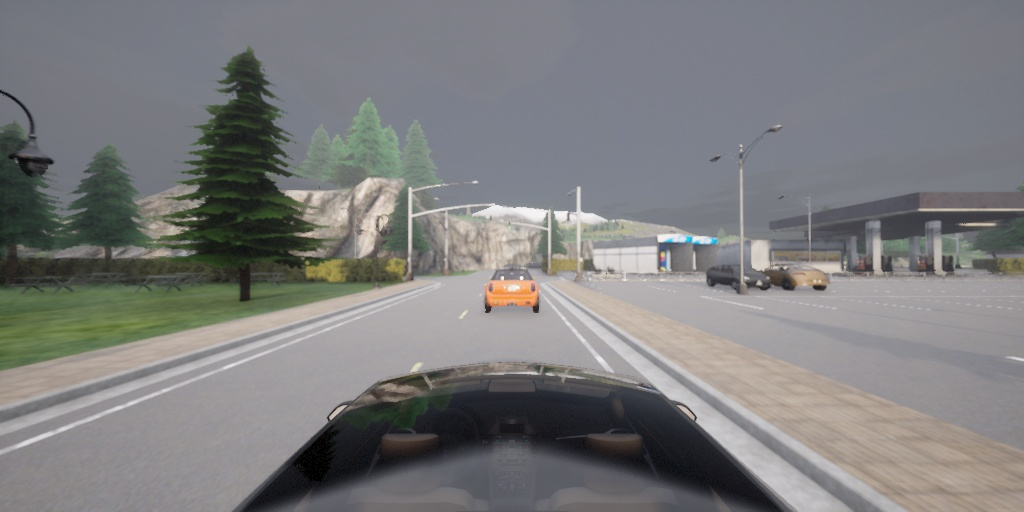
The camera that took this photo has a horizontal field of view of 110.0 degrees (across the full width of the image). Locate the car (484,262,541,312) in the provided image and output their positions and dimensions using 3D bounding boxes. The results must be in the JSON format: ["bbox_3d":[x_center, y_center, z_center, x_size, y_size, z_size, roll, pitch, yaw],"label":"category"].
[{"bbox_3d":[0.009,1.248,15.264,2.097,1.767,4.553,0,-1,0],"label":"car"}]

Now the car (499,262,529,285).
[{"bbox_3d":[0.241,1.409,30.228,2.097,1.767,4.553,0,-1,6],"label":"car"}]
